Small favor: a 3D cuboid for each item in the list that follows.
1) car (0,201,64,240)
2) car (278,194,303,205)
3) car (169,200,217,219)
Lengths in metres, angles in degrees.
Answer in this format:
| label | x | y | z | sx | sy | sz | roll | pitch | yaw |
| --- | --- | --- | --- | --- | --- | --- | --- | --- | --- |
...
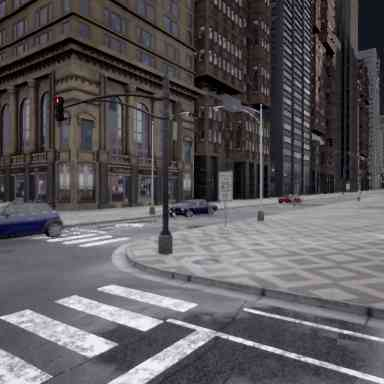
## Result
| label | x | y | z | sx | sy | sz | roll | pitch | yaw |
| --- | --- | --- | --- | --- | --- | --- | --- | --- | --- |
| car | -8.057 | 1.232 | 14.494 | 2.097 | 1.767 | 4.553 | 0 | 1 | 35 |
| car | 12.998 | 0.988 | 43.937 | 1.895 | 1.301 | 4.718 | 0 | 1 | 36 |
| car | -0.021 | 1.287 | 25.745 | 1.895 | 1.301 | 4.718 | 0 | 1 | 36 |
